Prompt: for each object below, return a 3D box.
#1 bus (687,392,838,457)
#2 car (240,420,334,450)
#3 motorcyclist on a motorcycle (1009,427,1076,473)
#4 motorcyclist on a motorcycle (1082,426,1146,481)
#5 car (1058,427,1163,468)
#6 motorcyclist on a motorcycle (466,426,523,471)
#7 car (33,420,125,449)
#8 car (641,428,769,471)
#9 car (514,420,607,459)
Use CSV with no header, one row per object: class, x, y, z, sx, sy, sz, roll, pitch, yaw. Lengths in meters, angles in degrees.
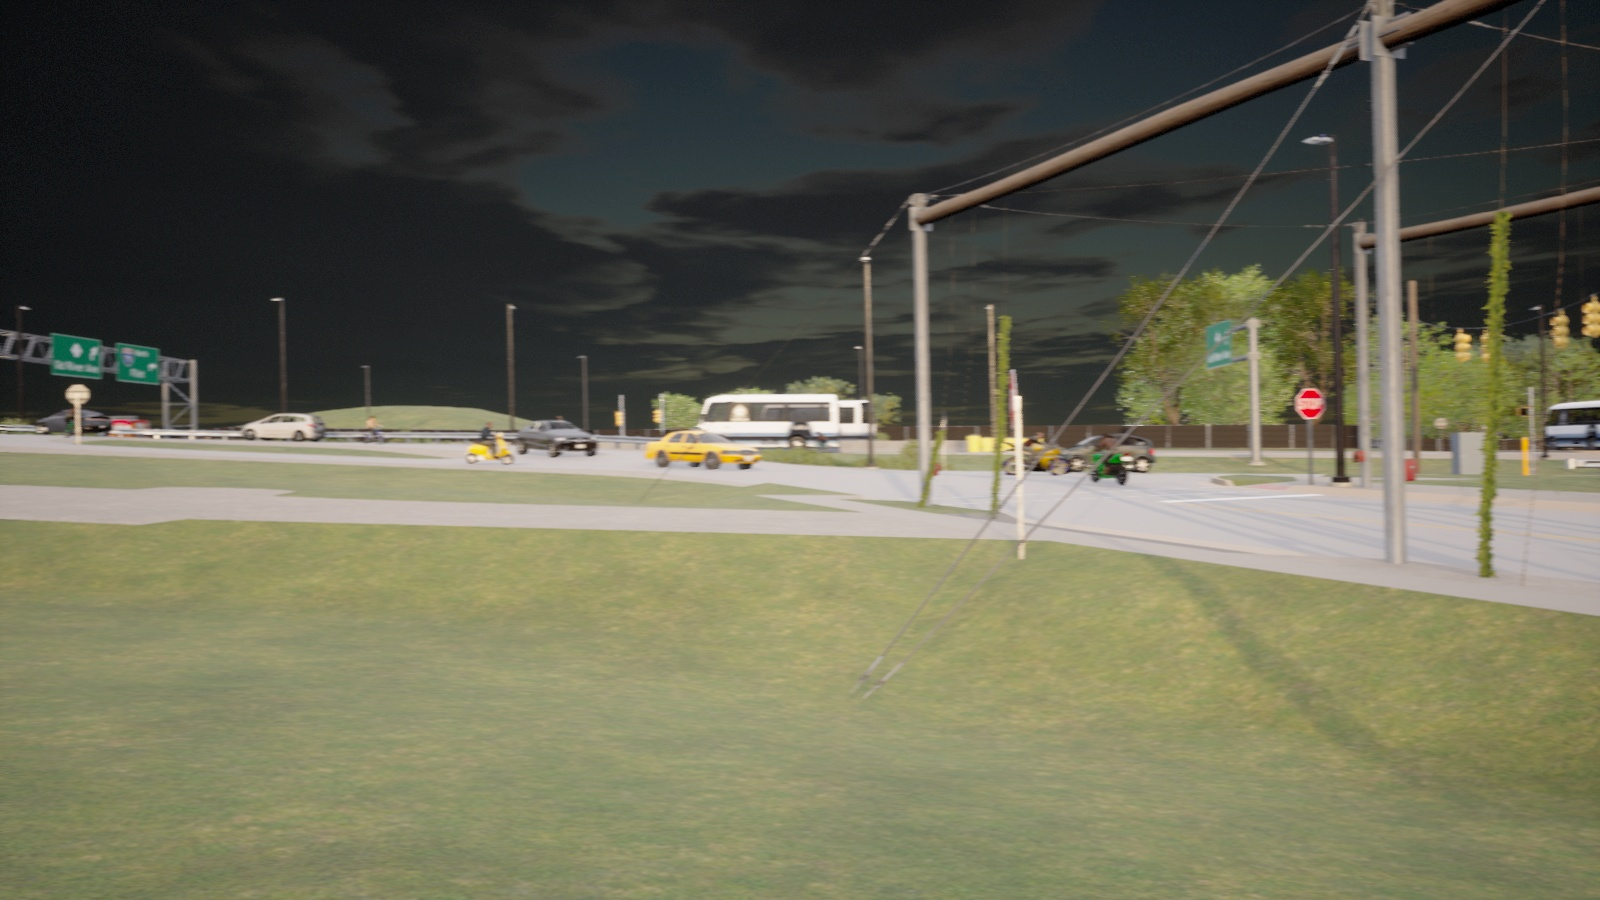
bus,-2.544,-1.761,88.824,10.273,4.253,3.944,-1,0,3
car,-30.019,-0.879,73.561,4.611,1.667,2.242,0,0,4
motorcyclist on a motorcycle,8.274,0.005,42.956,2.191,1.530,0.866,-1,0,9
motorcyclist on a motorcycle,9.129,0.075,36.595,0.797,1.523,2.044,-2,2,-18
car,12.171,-0.090,49.430,3.705,1.549,1.789,0,0,1
motorcyclist on a motorcycle,-11.047,-0.065,45.396,1.817,1.590,0.866,1,0,3
car,-40.645,-0.838,70.763,4.902,1.511,2.128,0,-1,27
car,-3.677,-0.035,47.608,1.801,1.575,5.366,0,0,-44
car,-11.072,-0.520,57.822,2.152,1.651,5.027,-3,3,-37
